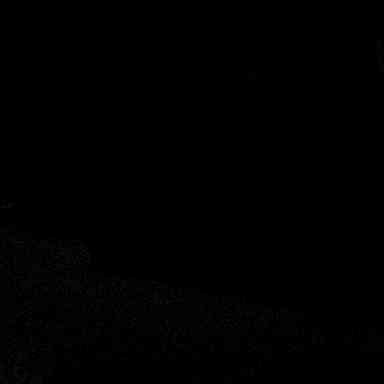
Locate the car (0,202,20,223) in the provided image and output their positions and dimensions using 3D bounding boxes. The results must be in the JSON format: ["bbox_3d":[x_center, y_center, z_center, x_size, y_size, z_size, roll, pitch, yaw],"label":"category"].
[{"bbox_3d":[-13.738,1.515,25.912,1.812,1.442,4.674,0,0,35],"label":"car"}]
